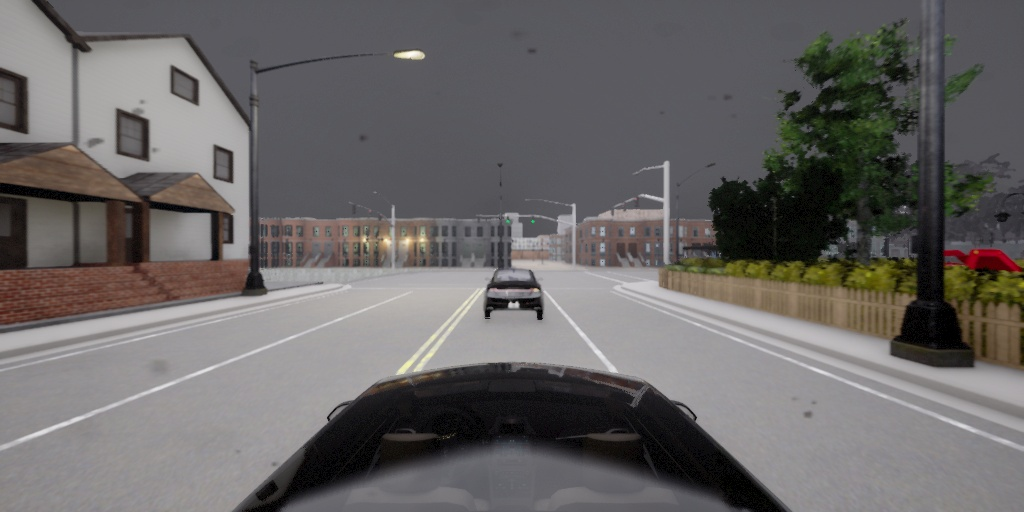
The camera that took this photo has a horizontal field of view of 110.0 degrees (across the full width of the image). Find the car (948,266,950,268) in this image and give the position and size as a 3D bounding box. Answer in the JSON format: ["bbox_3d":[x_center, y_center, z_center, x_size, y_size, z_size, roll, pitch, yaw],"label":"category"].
[{"bbox_3d":[39.017,1.138,34.269,4.718,1.301,1.895,0,0,0],"label":"car"}]

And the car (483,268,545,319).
[{"bbox_3d":[0.064,1.170,12.473,2.128,1.511,4.902,0,0,0],"label":"car"}]
